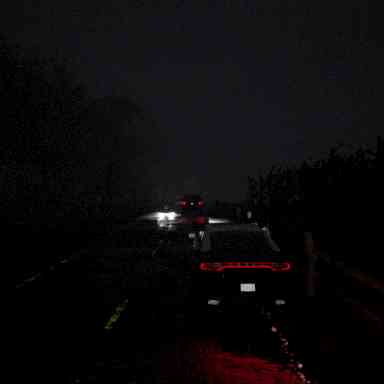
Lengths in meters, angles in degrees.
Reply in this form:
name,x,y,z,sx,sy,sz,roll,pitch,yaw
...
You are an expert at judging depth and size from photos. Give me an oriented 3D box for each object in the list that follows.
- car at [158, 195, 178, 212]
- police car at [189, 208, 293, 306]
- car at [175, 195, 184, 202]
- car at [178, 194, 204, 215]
name,x,y,z,sx,sy,sz,roll,pitch,yaw
car,-2.810,1.486,38.558,2.128,1.511,4.902,0,0,0
police car,0.949,1.423,8.251,1.930,1.638,5.238,0,0,0
car,-2.867,1.474,76.295,1.882,1.535,5.008,0,0,0
car,0.011,1.216,33.869,2.150,2.045,5.566,0,0,0
